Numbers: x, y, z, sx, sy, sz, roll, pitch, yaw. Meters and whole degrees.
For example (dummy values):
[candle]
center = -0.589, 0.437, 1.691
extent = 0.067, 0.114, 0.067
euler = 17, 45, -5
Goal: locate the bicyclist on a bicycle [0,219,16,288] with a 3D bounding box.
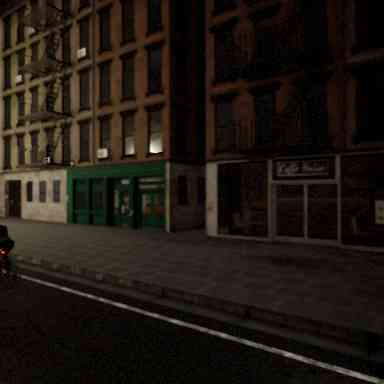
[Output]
[bicyclist on a bicycle]
center = -4.712, 1.457, 8.110
extent = 1.656, 1.620, 0.582
euler = 0, 0, 36
